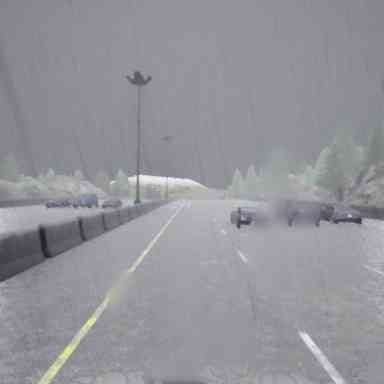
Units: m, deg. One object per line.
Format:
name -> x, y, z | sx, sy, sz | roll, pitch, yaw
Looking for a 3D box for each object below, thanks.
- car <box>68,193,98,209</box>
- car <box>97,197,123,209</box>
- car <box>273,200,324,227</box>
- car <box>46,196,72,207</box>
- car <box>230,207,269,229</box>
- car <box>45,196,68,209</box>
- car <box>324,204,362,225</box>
car -> -14.002, 1.189, 44.119 | 2.150, 2.045, 5.566 | 0, 0, 0
car -> -10.503, 1.521, 44.122 | 2.033, 1.411, 5.357 | 0, 0, 0
car -> 7.141, 1.359, 23.248 | 2.097, 1.767, 4.553 | 0, 0, 0
car -> -20.951, 1.445, 52.759 | 2.128, 1.511, 4.902 | 0, 0, 1
car -> 3.638, 1.603, 21.910 | 1.895, 1.301, 4.718 | 0, 0, 0
car -> -17.501, 1.562, 43.719 | 1.895, 1.301, 4.718 | 0, 0, 0
car -> 10.643, 1.577, 24.405 | 1.994, 1.385, 4.181 | 0, 0, 0
